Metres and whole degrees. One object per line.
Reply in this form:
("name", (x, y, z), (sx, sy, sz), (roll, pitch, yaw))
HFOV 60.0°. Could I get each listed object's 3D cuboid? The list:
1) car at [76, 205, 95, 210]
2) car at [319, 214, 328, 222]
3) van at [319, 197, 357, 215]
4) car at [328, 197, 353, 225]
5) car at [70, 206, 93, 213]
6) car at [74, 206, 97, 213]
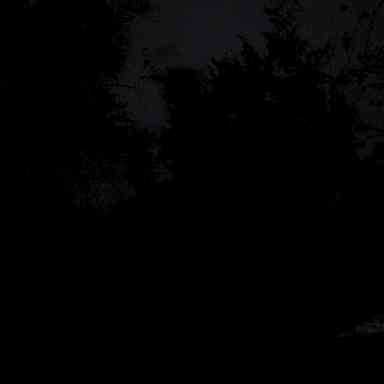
("car", (-23.760, 4.090, 77.172), (4.674, 1.452, 2.002), (0, -3, -34))
("car", (10.960, 1.622, 25.549), (4.892, 1.521, 2.231), (0, -1, -34))
("van", (16.873, 1.548, 38.453), (4.442, 1.987, 1.878), (0, -1, -34))
("car", (12.483, 1.326, 23.363), (5.566, 2.045, 2.435), (0, -1, -34))
("car", (-27.390, 4.354, 82.617), (5.008, 1.535, 2.097), (0, -3, -34))
("car", (-25.571, 4.203, 79.901), (4.892, 1.521, 2.231), (0, -3, -34))
